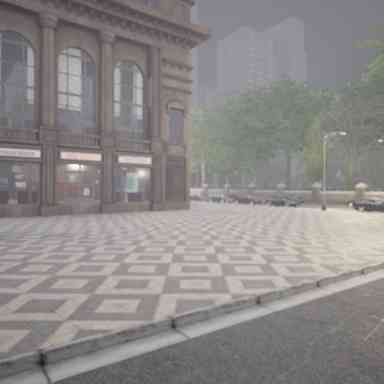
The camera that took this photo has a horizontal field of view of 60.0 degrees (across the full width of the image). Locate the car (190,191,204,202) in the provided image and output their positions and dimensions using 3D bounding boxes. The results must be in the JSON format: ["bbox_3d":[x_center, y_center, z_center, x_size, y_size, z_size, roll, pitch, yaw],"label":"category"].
[{"bbox_3d":[0.969,0.877,52.556,1.802,1.307,4.206,1,0,-35],"label":"car"}]

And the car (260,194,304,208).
[{"bbox_3d":[10.543,1.118,39.030,1.947,1.339,4.313,1,0,-35],"label":"car"}]

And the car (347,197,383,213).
[{"bbox_3d":[16.927,1.267,30.013,2.008,1.369,4.403,1,0,-35],"label":"car"}]

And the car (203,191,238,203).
[{"bbox_3d":[4.161,0.933,48.048,2.008,1.369,4.403,1,0,-35],"label":"car"}]

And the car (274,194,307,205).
[{"bbox_3d":[14.304,1.057,48.474,1.947,1.339,4.313,1,0,-35],"label":"car"}]

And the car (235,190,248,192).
[{"bbox_3d":[7.928,0.634,57.489,2.192,1.841,5.009,1,0,-35],"label":"car"}]

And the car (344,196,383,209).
[{"bbox_3d":[20.687,1.202,39.456,1.887,1.381,4.507,1,0,-35],"label":"car"}]

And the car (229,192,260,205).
[{"bbox_3d":[7.353,1.012,43.539,1.887,1.381,4.507,1,0,-35],"label":"car"}]

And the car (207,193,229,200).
[{"bbox_3d":[4.729,0.813,62.000,1.802,1.307,4.206,1,0,-35],"label":"car"}]

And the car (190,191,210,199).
[{"bbox_3d":[1.541,0.582,66.507,1.967,1.590,4.097,1,0,-35],"label":"car"}]
